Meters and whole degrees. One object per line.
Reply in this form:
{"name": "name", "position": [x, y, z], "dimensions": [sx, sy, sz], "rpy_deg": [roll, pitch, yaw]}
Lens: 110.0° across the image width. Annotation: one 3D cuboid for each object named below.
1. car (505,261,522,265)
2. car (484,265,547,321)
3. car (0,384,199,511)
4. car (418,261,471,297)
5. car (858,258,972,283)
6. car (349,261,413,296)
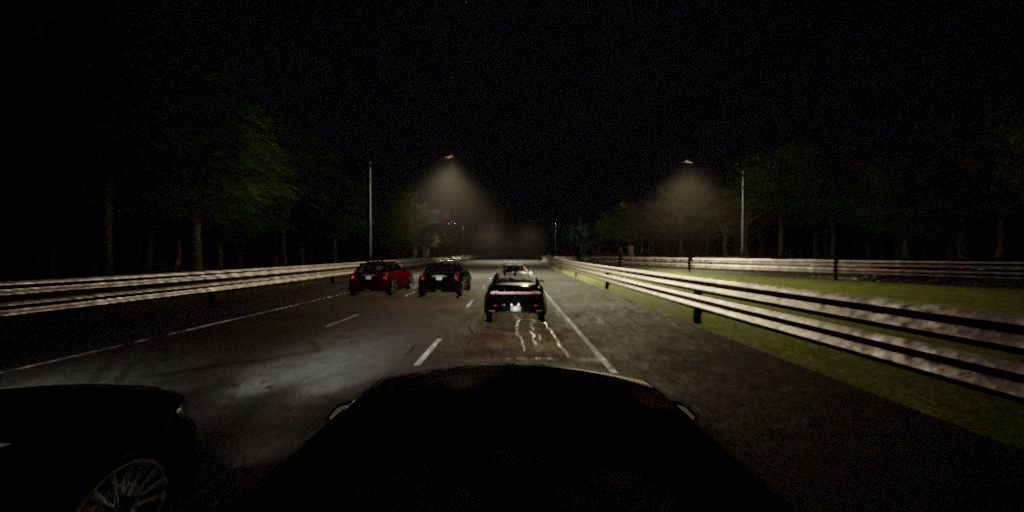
{"name": "car", "position": [0.112, 1.137, 35.115], "dimensions": [1.895, 1.301, 4.718], "rpy_deg": [0, 1, 0]}
{"name": "car", "position": [0.104, 1.233, 12.363], "dimensions": [2.128, 1.511, 4.902], "rpy_deg": [0, 0, 0]}
{"name": "car", "position": [-3.399, 1.238, 0.823], "dimensions": [2.128, 1.511, 4.902], "rpy_deg": [0, 0, 0]}
{"name": "car", "position": [-3.394, 1.057, 18.842], "dimensions": [2.097, 1.767, 4.553], "rpy_deg": [0, 0, 0]}
{"name": "car", "position": [24.895, 0.841, 22.377], "dimensions": [2.163, 1.488, 4.792], "rpy_deg": [0, 0, -30]}
{"name": "car", "position": [-6.893, 1.054, 19.340], "dimensions": [2.097, 1.767, 4.553], "rpy_deg": [0, 0, 0]}
